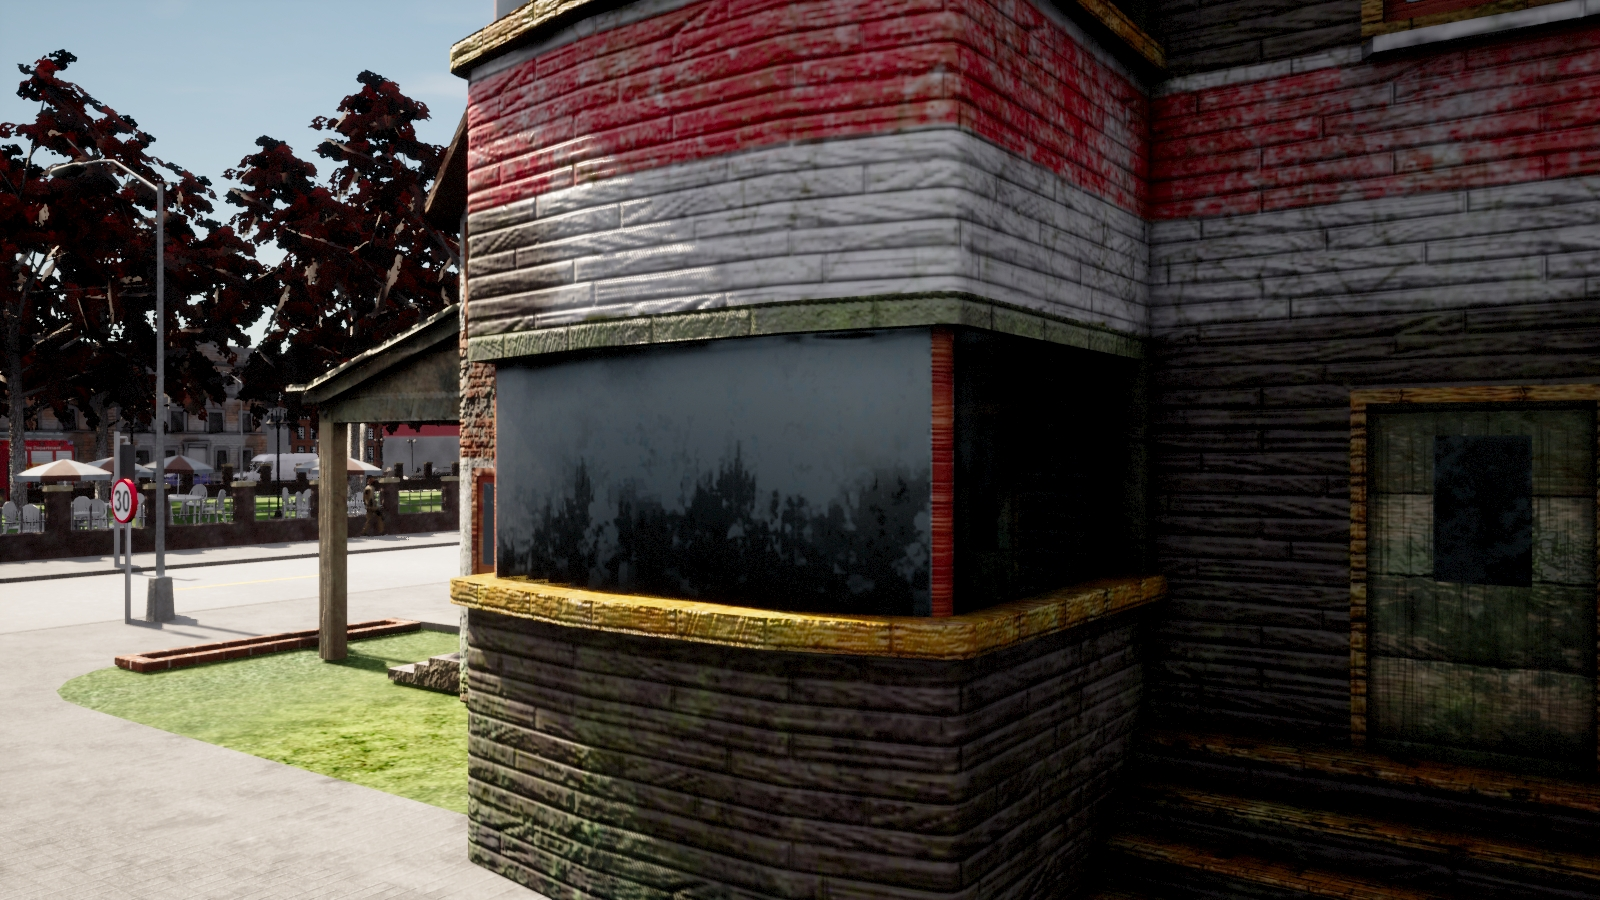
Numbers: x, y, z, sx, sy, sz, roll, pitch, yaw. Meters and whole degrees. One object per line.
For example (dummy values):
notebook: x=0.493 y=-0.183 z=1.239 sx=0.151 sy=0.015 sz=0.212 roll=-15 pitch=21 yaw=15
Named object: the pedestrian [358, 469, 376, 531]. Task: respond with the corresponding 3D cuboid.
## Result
pedestrian: x=-13.199 y=1.525 z=34.839 sx=0.375 sy=1.860 sz=0.375 roll=0 pitch=0 yaw=35
